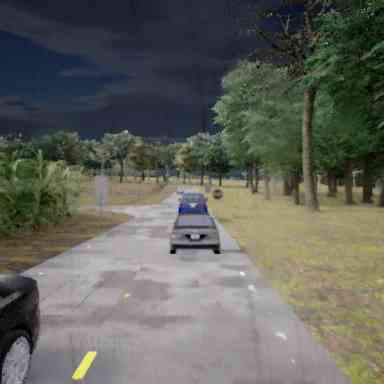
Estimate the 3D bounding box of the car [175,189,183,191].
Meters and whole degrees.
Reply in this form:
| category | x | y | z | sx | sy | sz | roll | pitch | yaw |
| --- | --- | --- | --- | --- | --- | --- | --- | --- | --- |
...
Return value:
| category | x | y | z | sx | sy | sz | roll | pitch | yaw |
| --- | --- | --- | --- | --- | --- | --- | --- | --- | --- |
| car | -2.780 | -0.059 | 76.543 | 1.812 | 1.442 | 4.674 | 0 | 2 | 0 |

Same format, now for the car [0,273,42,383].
| category | x | y | z | sx | sy | sz | roll | pitch | yaw |
| --- | --- | --- | --- | --- | --- | --- | --- | --- | --- |
| car | -2.845 | 1.467 | 2.186 | 1.882 | 1.535 | 5.008 | 0 | 0 | 0 |

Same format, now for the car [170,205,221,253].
| category | x | y | z | sx | sy | sz | roll | pitch | yaw |
| --- | --- | --- | --- | --- | --- | --- | --- | --- | --- |
| car | 0.095 | 1.479 | 13.299 | 2.033 | 1.411 | 5.357 | 0 | 0 | 0 |

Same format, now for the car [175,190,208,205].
| category | x | y | z | sx | sy | sz | roll | pitch | yaw |
| --- | --- | --- | --- | --- | --- | --- | --- | --- | --- |
| car | 0.077 | 1.070 | 26.025 | 2.150 | 2.045 | 5.566 | 0 | 0 | 0 |
